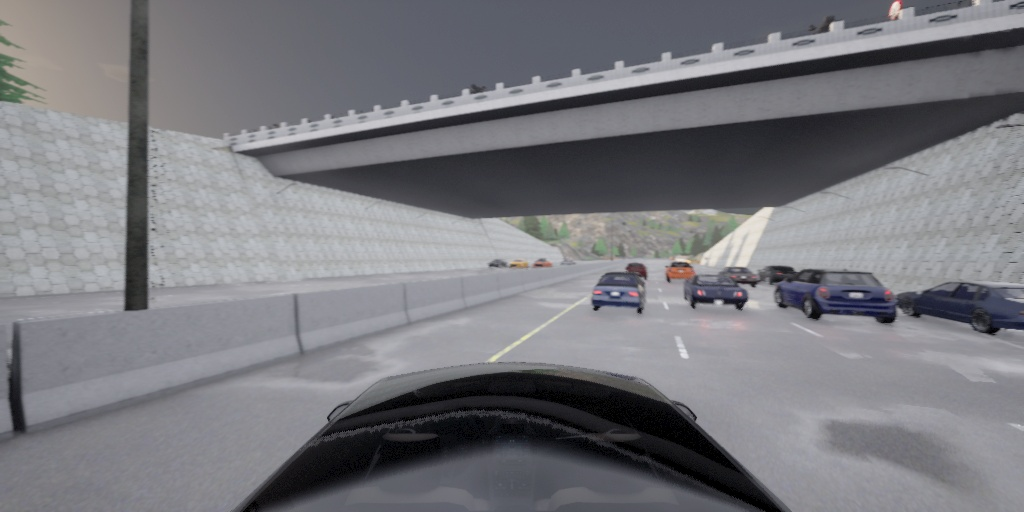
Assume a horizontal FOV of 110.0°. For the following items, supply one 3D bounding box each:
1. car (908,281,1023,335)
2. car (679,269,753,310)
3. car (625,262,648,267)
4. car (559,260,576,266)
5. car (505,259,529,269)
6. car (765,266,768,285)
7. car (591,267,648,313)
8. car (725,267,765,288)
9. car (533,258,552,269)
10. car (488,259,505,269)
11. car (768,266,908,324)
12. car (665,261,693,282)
[{"bbox_3d":[14.238,1.459,10.813,2.033,1.411,5.357,1,0,21],"label":"car"},{"bbox_3d":[8.516,1.441,15.423,1.895,1.301,4.718,1,0,21],"label":"car"},{"bbox_3d":[11.582,1.340,33.412,1.882,1.535,5.008,1,0,21],"label":"car"},{"bbox_3d":[8.649,1.303,55.753,2.128,1.511,4.902,1,0,21],"label":"car"},{"bbox_3d":[1.130,1.198,55.683,1.882,1.535,5.008,1,0,21],"label":"car"},{"bbox_3d":[20.887,1.483,28.347,1.837,1.490,4.892,1,0,21],"label":"car"},{"bbox_3d":[4.415,1.340,14.519,2.033,1.411,5.357,1,0,21],"label":"car"},{"bbox_3d":[16.269,1.471,26.108,2.033,1.411,5.357,1,0,21],"label":"car"},{"bbox_3d":[4.719,1.115,55.264,2.097,1.767,4.553,1,0,21],"label":"car"},{"bbox_3d":[-2.137,1.185,56.927,1.837,1.490,4.892,1,0,21],"label":"car"},{"bbox_3d":[11.327,1.229,12.973,2.097,1.767,4.553,1,0,21],"label":"car"},{"bbox_3d":[14.200,1.247,30.461,2.097,1.767,4.553,1,0,21],"label":"car"}]
